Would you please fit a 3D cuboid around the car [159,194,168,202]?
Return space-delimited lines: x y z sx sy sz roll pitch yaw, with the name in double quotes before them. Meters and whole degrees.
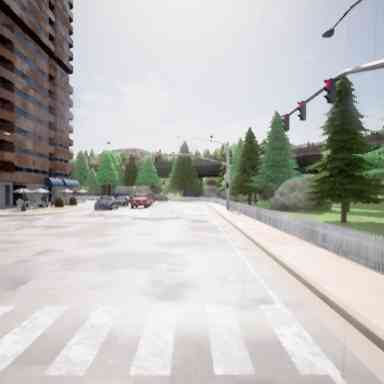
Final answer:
"car" -7.423 1.299 75.657 2.097 1.767 4.553 0 0 -39

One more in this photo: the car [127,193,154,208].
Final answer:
"car" -7.111 1.187 46.538 2.150 2.045 5.566 0 0 0

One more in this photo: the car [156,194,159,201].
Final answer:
"car" -10.294 1.171 73.660 2.150 2.045 5.566 0 0 -39

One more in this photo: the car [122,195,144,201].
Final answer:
"car" -14.707 1.392 82.636 5.357 1.411 2.033 0 0 32

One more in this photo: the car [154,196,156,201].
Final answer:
"car" -7.564 1.559 56.446 1.895 1.301 4.718 0 0 -6

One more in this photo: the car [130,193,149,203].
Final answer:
"car" -10.882 1.171 68.305 2.150 2.045 5.566 0 0 -29

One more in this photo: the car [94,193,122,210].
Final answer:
"car" -10.618 1.321 41.453 2.097 1.767 4.553 0 0 0

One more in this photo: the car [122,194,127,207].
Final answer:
"car" -10.740 1.468 50.420 1.837 1.490 4.892 0 0 -1

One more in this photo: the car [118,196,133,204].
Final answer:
"car" -12.689 1.517 63.422 1.994 1.385 4.181 0 0 -21
